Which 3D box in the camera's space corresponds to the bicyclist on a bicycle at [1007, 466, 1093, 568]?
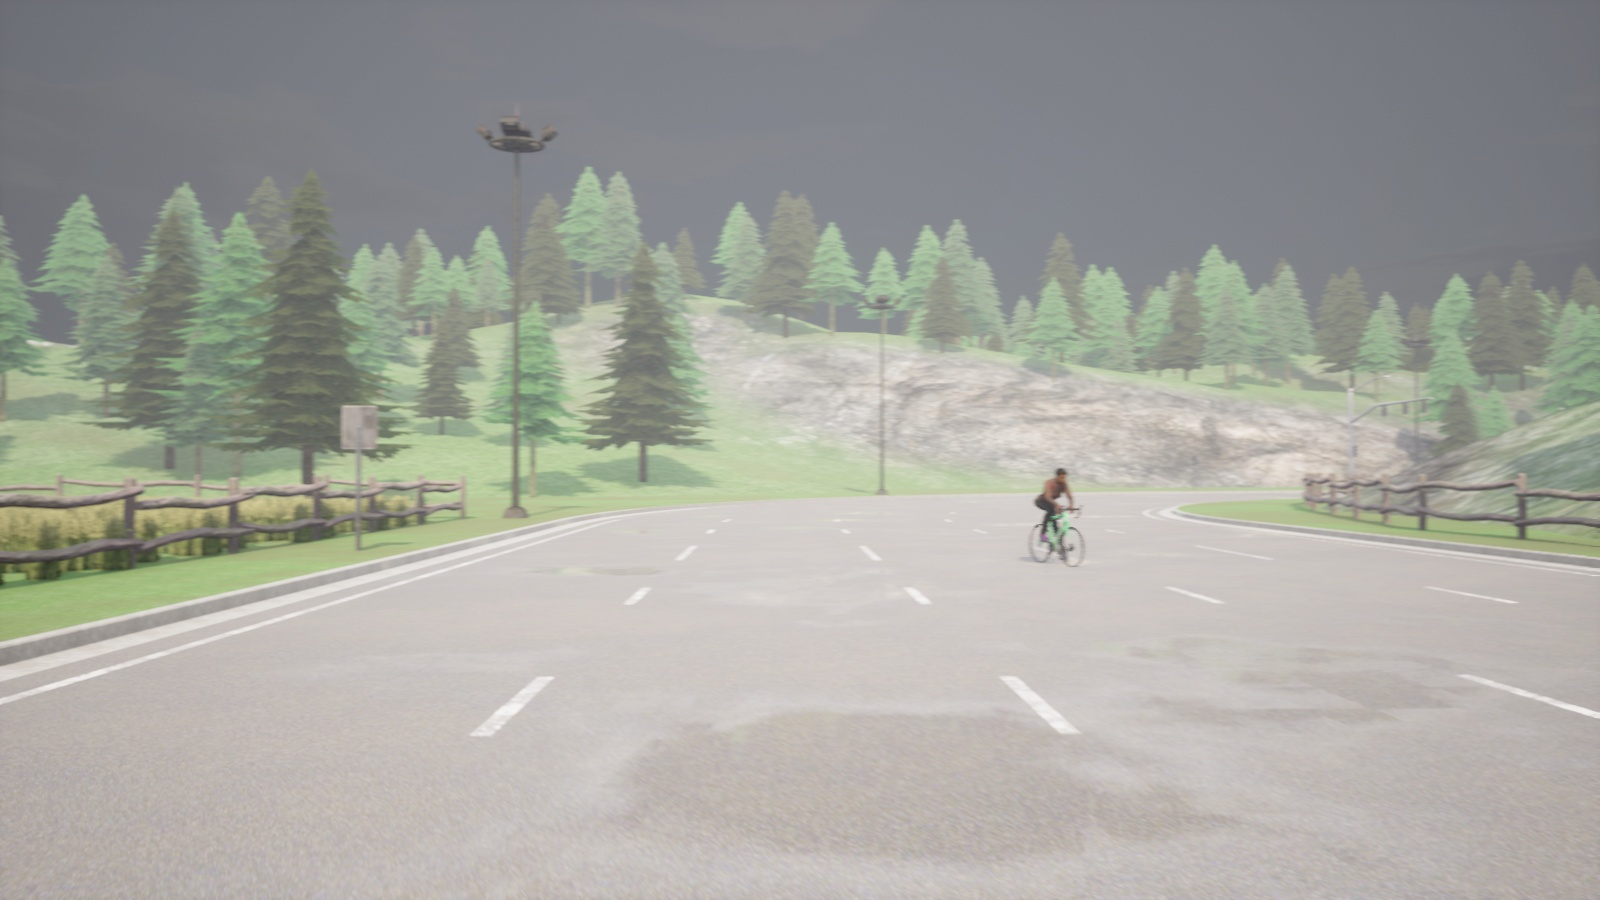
[{"bbox_3d":[4.137,1.084,20.884,0.582,1.620,1.656,0,-1,-21],"label":"bicyclist on a bicycle"}]
